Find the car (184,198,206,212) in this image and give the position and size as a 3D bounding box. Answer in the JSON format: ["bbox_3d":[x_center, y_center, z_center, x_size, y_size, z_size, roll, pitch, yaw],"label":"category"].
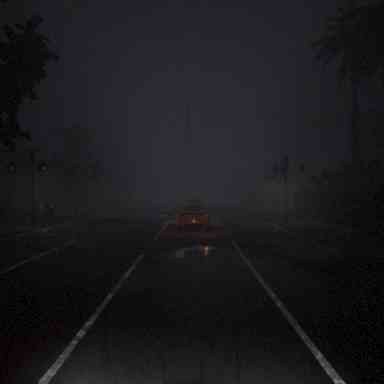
[{"bbox_3d":[0.447,1.473,38.817,2.033,1.411,5.357,0,1,7],"label":"car"}]

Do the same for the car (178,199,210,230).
[{"bbox_3d":[0.096,1.452,21.119,1.882,1.535,5.008,0,0,0],"label":"car"}]
